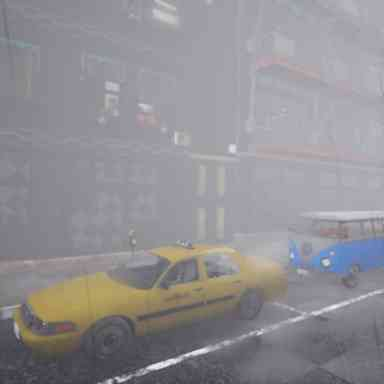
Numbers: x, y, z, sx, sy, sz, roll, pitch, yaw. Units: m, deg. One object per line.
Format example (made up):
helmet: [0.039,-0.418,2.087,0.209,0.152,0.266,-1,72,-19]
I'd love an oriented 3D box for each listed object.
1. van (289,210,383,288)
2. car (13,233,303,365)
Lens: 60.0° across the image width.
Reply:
van: [4.375,1.422,9.203,3.998,1.788,1.690,1,0,-35]
car: [-0.363,1.553,5.827,4.829,1.417,1.752,1,0,-35]
